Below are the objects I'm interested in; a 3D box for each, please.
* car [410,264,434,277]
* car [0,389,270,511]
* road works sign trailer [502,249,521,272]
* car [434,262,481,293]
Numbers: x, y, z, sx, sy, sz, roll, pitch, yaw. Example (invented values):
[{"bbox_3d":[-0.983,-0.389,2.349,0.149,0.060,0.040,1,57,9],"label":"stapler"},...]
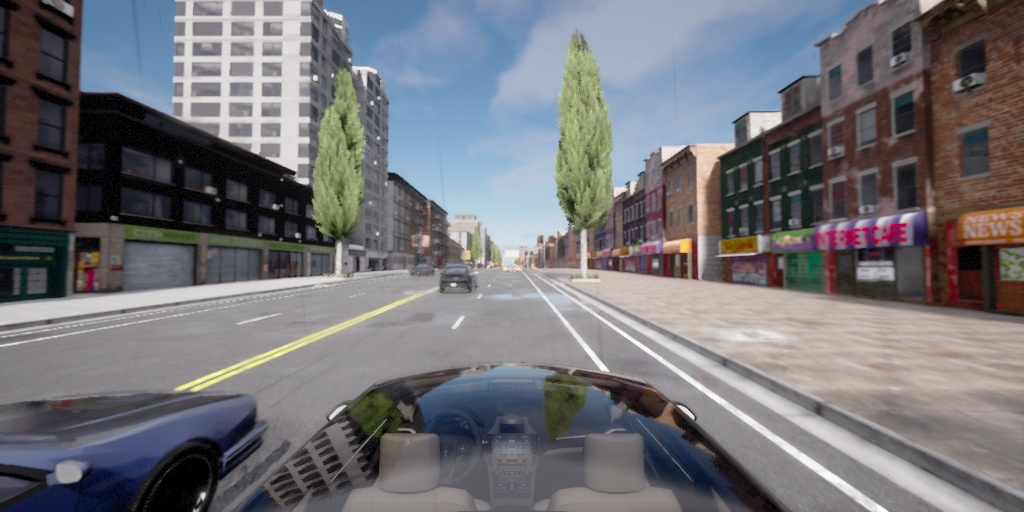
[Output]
[{"bbox_3d":[-9.828,1.576,39.642,1.994,1.385,4.181,0,-1,0],"label":"car"},{"bbox_3d":[-3.152,1.298,0.793,2.033,1.411,5.357,0,0,0],"label":"car"},{"bbox_3d":[0.010,0.687,54.931,2.380,3.560,2.880,0,0,0],"label":"road works sign trailer"},{"bbox_3d":[-3.148,1.333,21.746,1.837,1.490,4.892,0,0,0],"label":"car"}]
